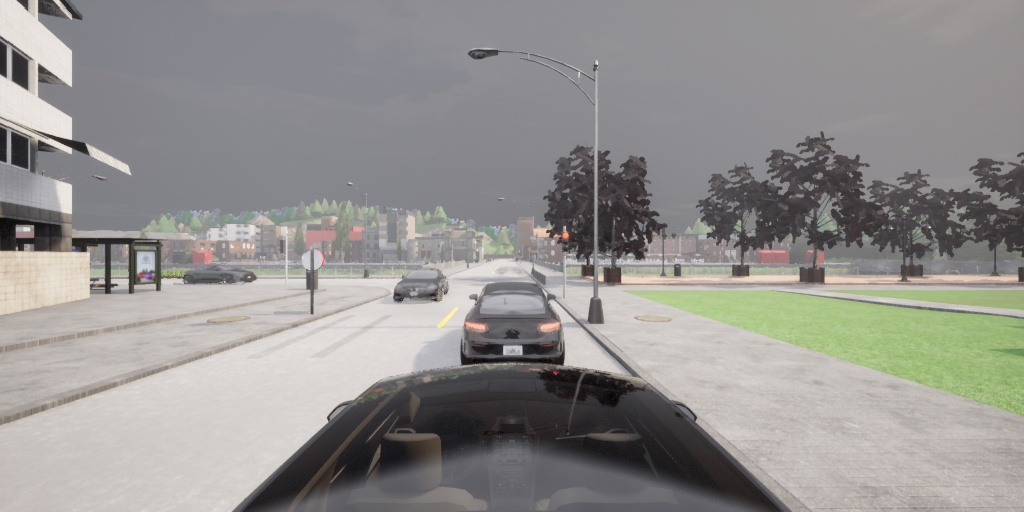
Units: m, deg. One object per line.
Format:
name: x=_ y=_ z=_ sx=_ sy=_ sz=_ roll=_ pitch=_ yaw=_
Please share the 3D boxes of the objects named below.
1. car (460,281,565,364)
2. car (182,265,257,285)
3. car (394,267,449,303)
car: x=0.009 y=1.276 z=7.781 sx=1.812 sy=1.442 sz=4.674 roll=0 pitch=0 yaw=0
car: x=-20.561 y=1.314 z=25.312 sx=4.181 sy=1.385 sz=1.994 roll=0 pitch=0 yaw=0
car: x=-4.069 y=1.276 z=16.885 sx=1.812 sy=1.442 sz=4.674 roll=1 pitch=0 yaw=-2
